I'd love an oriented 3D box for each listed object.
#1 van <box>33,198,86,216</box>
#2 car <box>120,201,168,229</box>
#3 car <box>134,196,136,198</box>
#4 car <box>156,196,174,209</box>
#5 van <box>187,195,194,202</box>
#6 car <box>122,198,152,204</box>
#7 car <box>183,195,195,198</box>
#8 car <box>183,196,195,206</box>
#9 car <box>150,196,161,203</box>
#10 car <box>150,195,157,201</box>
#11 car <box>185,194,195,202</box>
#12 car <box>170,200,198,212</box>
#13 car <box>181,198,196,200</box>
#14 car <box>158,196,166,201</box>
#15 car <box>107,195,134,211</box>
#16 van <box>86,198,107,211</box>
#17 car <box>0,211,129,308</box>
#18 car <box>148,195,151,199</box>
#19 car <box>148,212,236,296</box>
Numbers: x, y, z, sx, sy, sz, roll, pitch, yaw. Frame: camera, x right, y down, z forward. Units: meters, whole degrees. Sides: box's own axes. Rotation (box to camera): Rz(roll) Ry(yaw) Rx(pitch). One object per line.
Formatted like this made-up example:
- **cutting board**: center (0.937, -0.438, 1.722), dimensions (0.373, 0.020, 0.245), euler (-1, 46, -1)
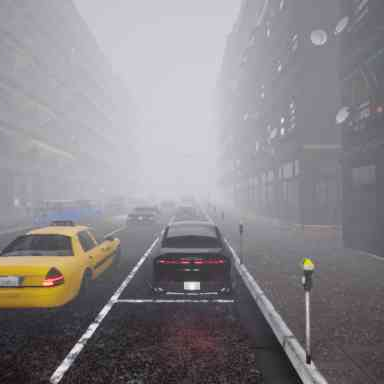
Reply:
- **van**: center (-8.311, 1.359, 20.753), dimensions (1.690, 1.788, 3.998), euler (2, 0, 0)
- **car**: center (-2.958, 1.566, 21.788), dimensions (2.033, 1.411, 5.357), euler (0, 0, 0)
- **car**: center (-8.312, 1.379, 42.876), dimensions (2.192, 1.841, 5.009), euler (1, 0, 0)
- **car**: center (-2.936, 1.552, 41.864), dimensions (2.128, 1.511, 4.902), euler (0, 0, 0)
- **van**: center (-0.470, 1.575, 87.068), dimensions (1.690, 1.788, 3.998), euler (1, 0, 0)
- **car**: center (-5.855, 1.647, 35.710), dimensions (1.895, 1.301, 4.718), euler (0, 0, 0)
- **car**: center (-0.427, 1.490, 37.286), dimensions (1.967, 1.590, 4.097), euler (1, 0, 0)
- **car**: center (-0.471, 1.553, 59.411), dimensions (1.967, 1.590, 4.097), euler (1, 0, 0)
- **car**: center (-8.320, 1.725, 76.059), dimensions (1.887, 1.381, 4.507), euler (1, 0, 0)
- **car**: center (-8.314, 1.471, 70.528), dimensions (2.192, 1.841, 5.009), euler (1, 0, 0)
- **car**: center (-0.469, 1.521, 81.536), dimensions (2.192, 1.841, 5.009), euler (1, 0, 0)
- **car**: center (-0.437, 1.572, 26.224), dimensions (1.887, 1.381, 4.507), euler (1, 0, 0)
- **car**: center (-0.437, 1.582, 31.754), dimensions (1.887, 1.381, 4.507), euler (1, 0, 0)
- **car**: center (-8.322, 1.847, 92.652), dimensions (1.802, 1.307, 4.206), euler (1, 0, 0)
- **car**: center (-8.312, 1.365, 37.346), dimensions (2.192, 1.841, 5.009), euler (1, 0, 0)
- **van**: center (-8.312, 1.368, 26.285), dimensions (1.690, 1.788, 3.998), euler (1, 0, 0)
- **car**: center (-3.020, 1.460, 8.051), dimensions (1.801, 1.575, 5.366), euler (0, 0, 0)
- **car**: center (-8.319, 1.660, 53.938), dimensions (1.947, 1.339, 4.313), euler (1, 0, 0)
- **car**: center (0.000, 1.509, 8.653), dimensions (1.837, 1.490, 4.892), euler (0, 0, 0)
